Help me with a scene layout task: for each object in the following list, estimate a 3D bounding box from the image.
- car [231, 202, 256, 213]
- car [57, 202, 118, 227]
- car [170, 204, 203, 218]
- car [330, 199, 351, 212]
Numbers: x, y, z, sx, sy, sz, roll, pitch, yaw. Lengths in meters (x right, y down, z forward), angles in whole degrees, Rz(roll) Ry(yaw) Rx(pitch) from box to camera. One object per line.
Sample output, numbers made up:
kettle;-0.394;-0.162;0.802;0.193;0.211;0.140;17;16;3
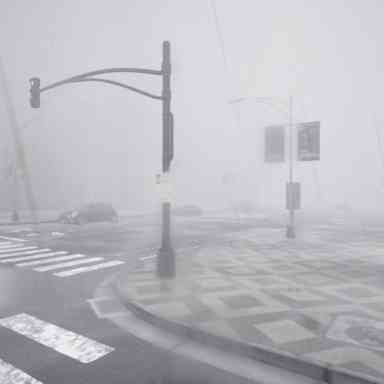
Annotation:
car;7.348;2.145;46.963;1.837;1.490;4.892;0;-1;35
car;-7.896;1.608;25.463;2.097;1.767;4.553;0;-1;35
car;-0.585;2.005;35.800;1.994;1.385;4.181;0;-1;35
car;24.538;2.382;54.115;2.128;1.511;4.902;0;-1;36
